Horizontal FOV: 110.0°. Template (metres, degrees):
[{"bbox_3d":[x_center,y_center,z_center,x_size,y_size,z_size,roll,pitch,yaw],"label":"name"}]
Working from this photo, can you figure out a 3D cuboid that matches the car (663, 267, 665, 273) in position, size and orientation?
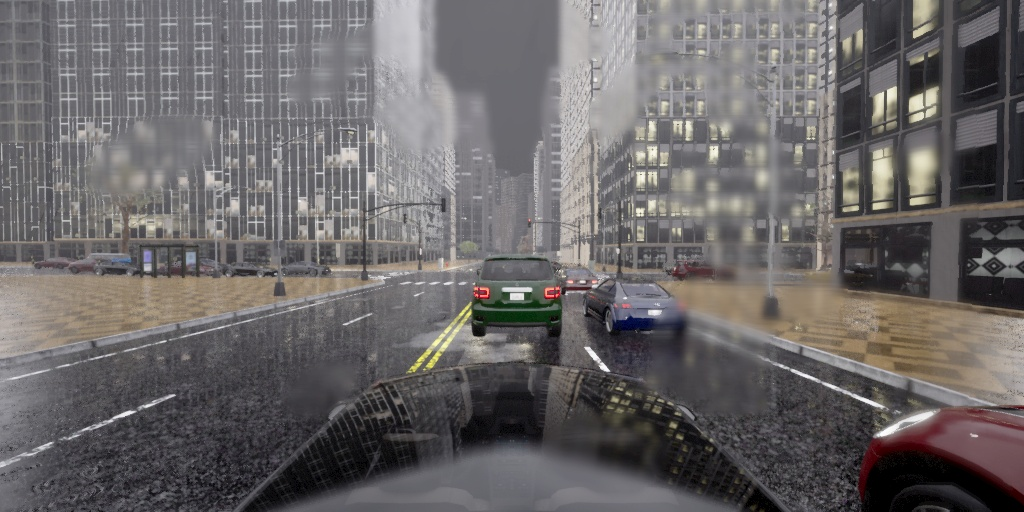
[{"bbox_3d":[18.272,1.098,36.273,5.566,2.045,2.150,1,1,1],"label":"car"}]

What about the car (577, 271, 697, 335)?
[{"bbox_3d":[3.374,1.309,10.498,1.994,1.385,4.181,0,0,-1],"label":"car"}]

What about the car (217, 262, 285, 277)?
[{"bbox_3d":[-22.673,1.172,31.137,4.313,1.339,1.948,0,0,1],"label":"car"}]

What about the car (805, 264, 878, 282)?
[{"bbox_3d":[27.698,1.577,30.313,4.829,1.417,1.751,0,0,1],"label":"car"}]

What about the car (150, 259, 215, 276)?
[{"bbox_3d":[-28.357,1.137,31.282,4.207,1.307,1.802,0,0,1],"label":"car"}]

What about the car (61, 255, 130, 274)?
[{"bbox_3d":[-39.442,0.936,34.224,4.674,1.442,1.812,1,1,2],"label":"car"}]

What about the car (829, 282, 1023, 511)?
[{"bbox_3d":[3.344,1.103,0.454,2.097,1.767,4.553,0,0,0],"label":"car"}]

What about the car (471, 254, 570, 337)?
[{"bbox_3d":[0.117,0.967,10.405,2.150,2.045,5.566,0,0,0],"label":"car"}]

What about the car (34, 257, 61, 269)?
[{"bbox_3d":[-50.893,0.791,40.275,4.207,1.307,1.802,0,0,1],"label":"car"}]

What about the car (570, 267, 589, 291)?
[{"bbox_3d":[3.388,1.287,19.740,2.033,1.411,5.357,0,0,0],"label":"car"}]

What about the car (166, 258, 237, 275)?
[{"bbox_3d":[-29.370,0.993,33.993,4.902,1.511,2.128,1,1,1],"label":"car"}]

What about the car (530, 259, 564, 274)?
[{"bbox_3d":[3.980,1.202,42.059,1.837,1.490,4.892,-3,1,-23],"label":"car"}]

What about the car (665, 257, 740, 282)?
[{"bbox_3d":[16.251,1.268,30.533,5.009,1.841,2.192,0,0,1],"label":"car"}]

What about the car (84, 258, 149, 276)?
[{"bbox_3d":[-34.037,1.068,31.466,4.313,1.339,1.948,0,0,1],"label":"car"}]

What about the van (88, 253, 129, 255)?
[{"bbox_3d":[-45.211,0.603,40.149,3.998,1.789,1.690,0,0,1],"label":"van"}]

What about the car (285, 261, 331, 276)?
[{"bbox_3d":[-19.401,1.156,33.771,4.181,1.385,1.994,1,1,1],"label":"car"}]
